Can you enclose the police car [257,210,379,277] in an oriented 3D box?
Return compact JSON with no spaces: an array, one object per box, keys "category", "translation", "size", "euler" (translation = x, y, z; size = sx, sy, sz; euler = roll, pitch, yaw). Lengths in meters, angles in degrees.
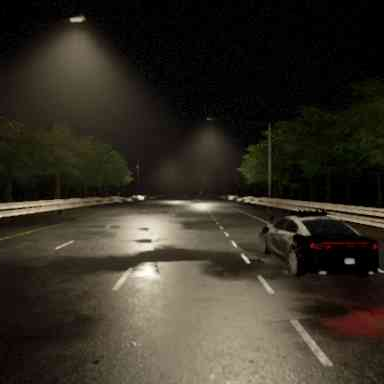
[{"category":"police car","translation":[3.467,1.377,10.193],"size":[1.930,1.638,5.238],"euler":[1,0,-3]}]
